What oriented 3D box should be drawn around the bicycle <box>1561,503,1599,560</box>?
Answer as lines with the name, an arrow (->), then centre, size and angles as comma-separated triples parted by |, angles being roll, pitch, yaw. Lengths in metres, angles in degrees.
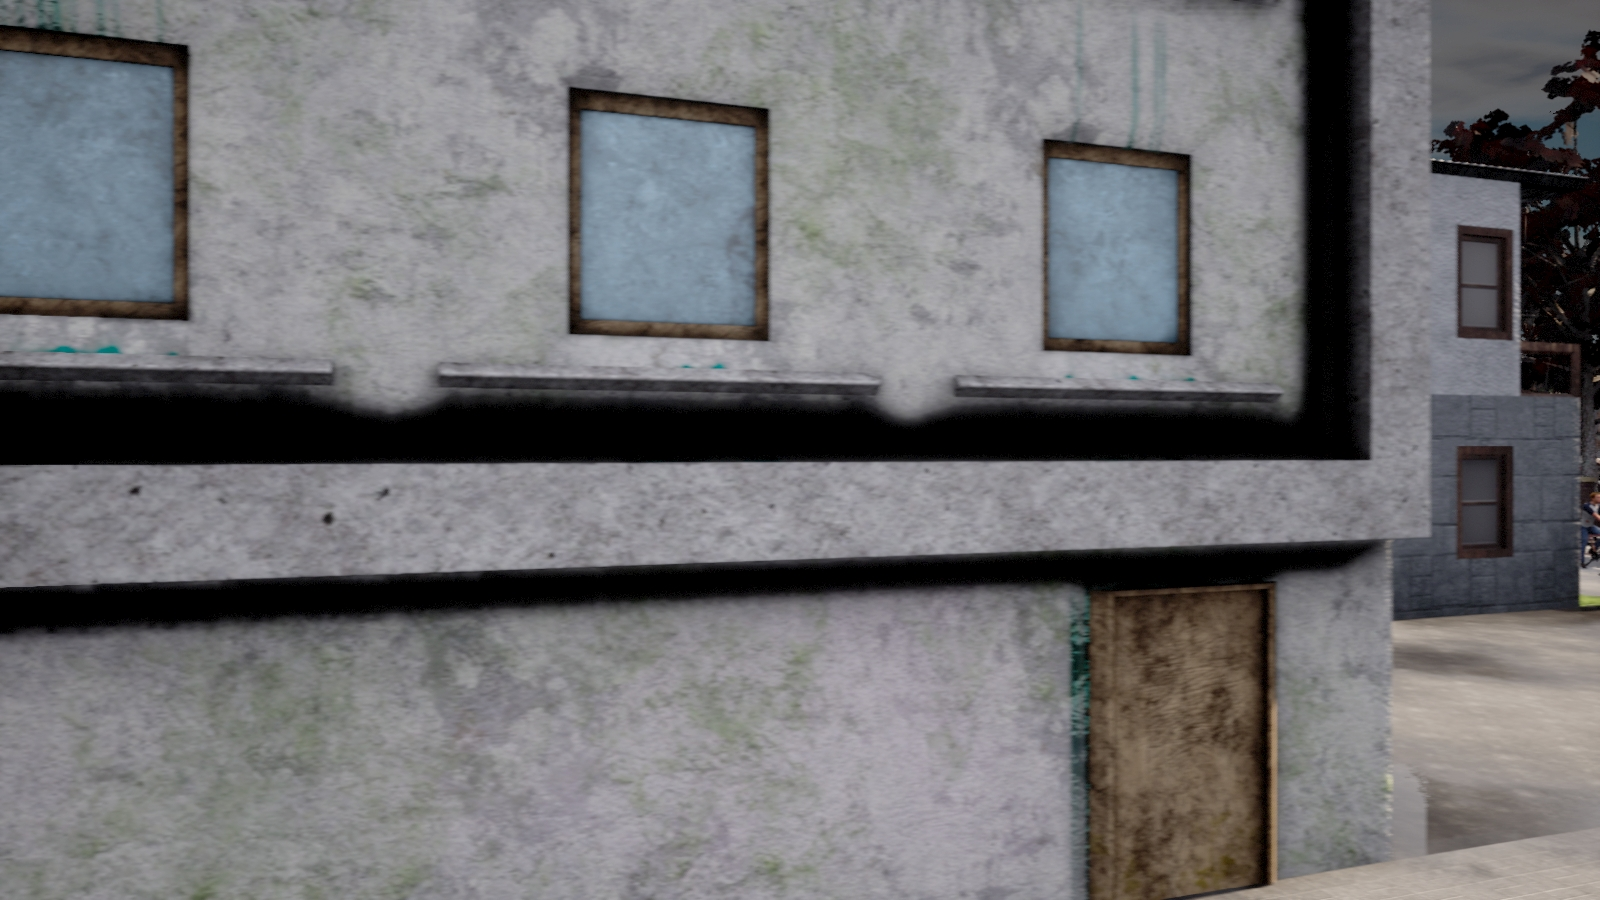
bicycle -> 18.885, 1.936, 26.968 | 0.373, 1.296, 1.643 | 0, 0, -20
